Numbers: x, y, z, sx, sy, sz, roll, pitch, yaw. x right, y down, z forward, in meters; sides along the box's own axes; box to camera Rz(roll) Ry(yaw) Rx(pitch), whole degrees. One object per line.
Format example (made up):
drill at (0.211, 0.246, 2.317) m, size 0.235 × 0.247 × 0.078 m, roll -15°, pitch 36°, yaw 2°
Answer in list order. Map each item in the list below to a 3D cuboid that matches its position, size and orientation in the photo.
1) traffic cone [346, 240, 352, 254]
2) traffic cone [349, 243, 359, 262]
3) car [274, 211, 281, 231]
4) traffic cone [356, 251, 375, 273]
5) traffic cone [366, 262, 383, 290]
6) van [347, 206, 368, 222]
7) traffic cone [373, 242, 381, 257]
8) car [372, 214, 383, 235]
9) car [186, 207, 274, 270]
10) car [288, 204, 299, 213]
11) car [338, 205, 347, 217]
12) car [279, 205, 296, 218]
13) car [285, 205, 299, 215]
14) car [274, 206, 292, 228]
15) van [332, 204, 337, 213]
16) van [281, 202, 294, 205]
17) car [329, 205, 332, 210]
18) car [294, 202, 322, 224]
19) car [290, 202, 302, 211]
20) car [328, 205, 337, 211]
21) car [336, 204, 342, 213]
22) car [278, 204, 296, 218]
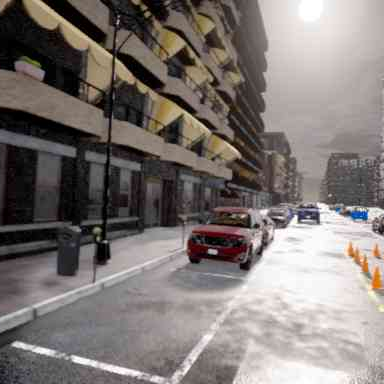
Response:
traffic cone at (6.954, 2.412, 14.567) m, size 0.340 × 0.580 × 0.340 m, roll 2°, pitch -1°, yaw 20°
traffic cone at (6.286, 2.364, 12.682) m, size 0.340 × 0.580 × 0.340 m, roll 2°, pitch -1°, yaw 20°
car at (3.311, 1.867, 17.417) m, size 1.887 × 1.381 × 4.507 m, roll 3°, pitch 0°, yaw 20°
traffic cone at (5.619, 2.315, 10.797) m, size 0.340 × 0.580 × 0.340 m, roll 2°, pitch -1°, yaw 20°
traffic cone at (4.952, 2.267, 8.913) m, size 0.340 × 0.580 × 0.340 m, roll 2°, pitch -1°, yaw 20°
van at (20.505, 2.668, 40.860) m, size 1.690 × 1.788 × 3.998 m, roll 3°, pitch 0°, yaw 20°
traffic cone at (7.895, 2.451, 14.233) m, size 0.340 × 0.580 × 0.340 m, roll 2°, pitch -1°, yaw 20°
car at (14.925, 2.358, 25.113) m, size 1.967 × 1.590 × 4.097 m, roll 3°, pitch 0°, yaw 20°
car at (1.467, 1.503, 12.169) m, size 2.192 × 1.841 × 5.009 m, roll 3°, pitch 0°, yaw 20°
car at (18.120, 2.933, 59.248) m, size 1.752 × 1.417 × 4.829 m, roll 3°, pitch 0°, yaw 20°
car at (24.206, 3.181, 51.355) m, size 1.802 × 1.307 × 4.206 m, roll 3°, pitch 0°, yaw 20°
car at (12.546, 2.524, 43.502) m, size 1.752 × 1.417 × 4.829 m, roll 3°, pitch 0°, yaw 20°
car at (16.317, 2.826, 54.158) m, size 2.008 × 1.369 × 4.403 m, roll 3°, pitch 0°, yaw 20°
car at (7.026, 2.160, 27.915) m, size 1.947 × 1.339 × 4.313 m, roll 3°, pitch 0°, yaw 20°
van at (29.794, 3.350, 67.105) m, size 1.690 × 1.788 × 3.998 m, roll 3°, pitch 0°, yaw 20°
van at (10.756, 2.208, 38.414) m, size 1.690 × 1.788 × 3.998 m, roll 3°, pitch 0°, yaw 20°
car at (35.413, 3.951, 83.010) m, size 1.752 × 1.417 × 4.829 m, roll 3°, pitch 0°, yaw 20°
car at (12.104, 2.107, 34.451) m, size 2.150 × 2.045 × 5.566 m, roll 2°, pitch 0°, yaw 20°
car at (21.905, 3.000, 69.907) m, size 2.192 × 1.841 × 5.009 m, roll 3°, pitch 0°, yaw 20°
car at (37.213, 4.103, 88.099) m, size 1.887 × 1.381 × 4.507 m, roll 3°, pitch 0°, yaw 20°
car at (26.124, 3.265, 56.765) m, size 1.752 × 1.417 × 4.829 m, roll 3°, pitch 0°, yaw 20°
car at (8.885, 2.281, 33.163) m, size 2.008 × 1.369 × 4.403 m, roll 3°, pitch 0°, yaw 20°
